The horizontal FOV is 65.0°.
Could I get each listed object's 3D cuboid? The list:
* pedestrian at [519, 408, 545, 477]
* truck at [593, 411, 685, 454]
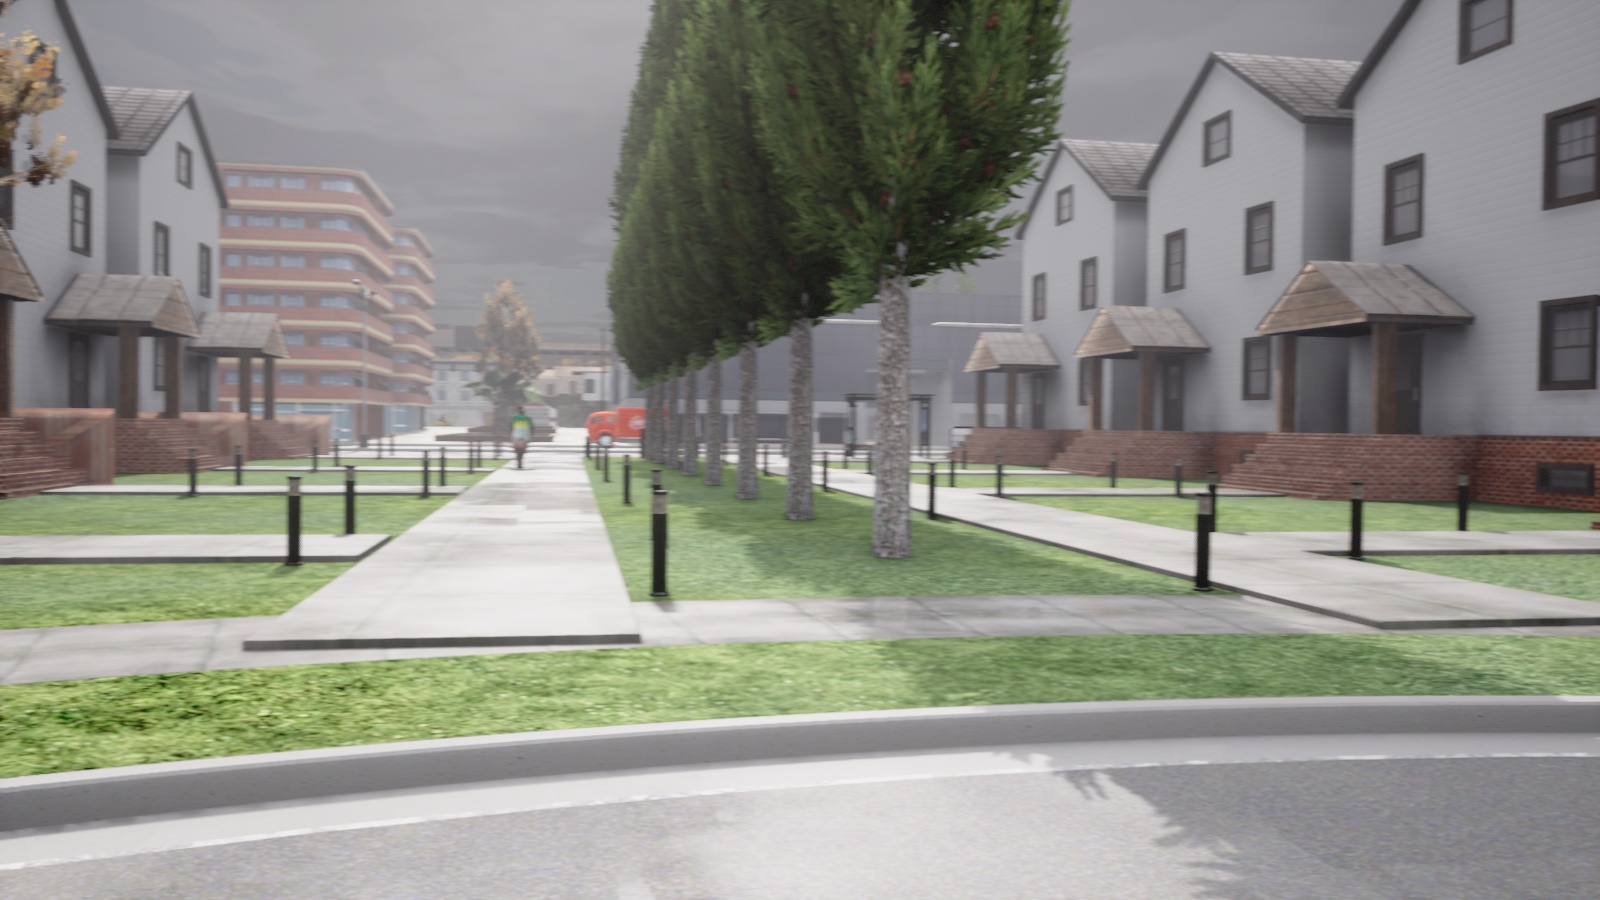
[{"bbox_3d":[-7.693,-0.229,36.056,0.659,1.952,0.873,-1,1,-9],"label":"pedestrian"},{"bbox_3d":[-9.436,-1.033,73.449,5.204,2.467,2.627,-1,1,-10],"label":"truck"}]
